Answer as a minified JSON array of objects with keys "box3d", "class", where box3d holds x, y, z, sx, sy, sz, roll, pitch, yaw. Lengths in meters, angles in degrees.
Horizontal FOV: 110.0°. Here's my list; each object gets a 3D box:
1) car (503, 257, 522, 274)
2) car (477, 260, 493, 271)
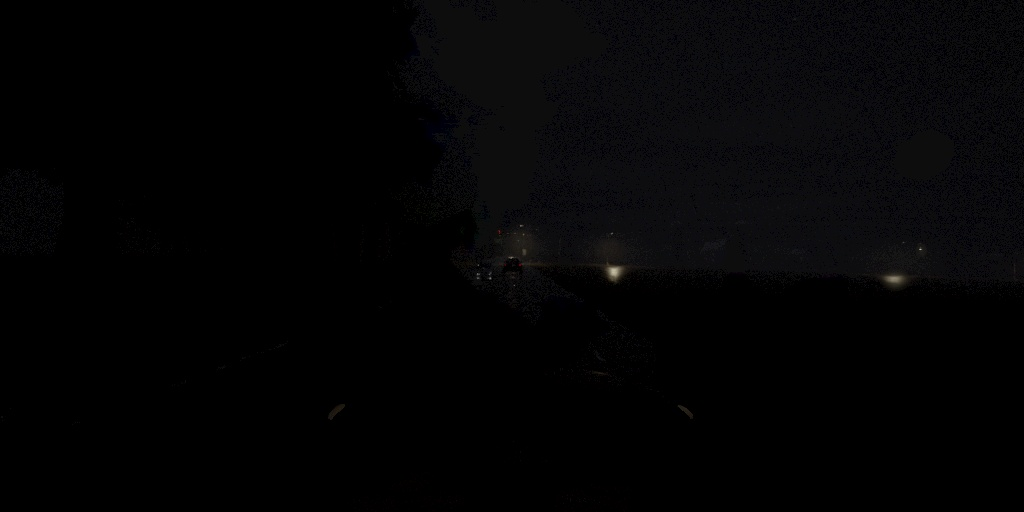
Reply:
[{"box3d":[0.091,1.004,40.336,2.097,1.767,4.553,0,0,0],"class":"car"},{"box3d":[-3.535,1.210,47.155,1.895,1.301,4.718,0,0,0],"class":"car"}]
